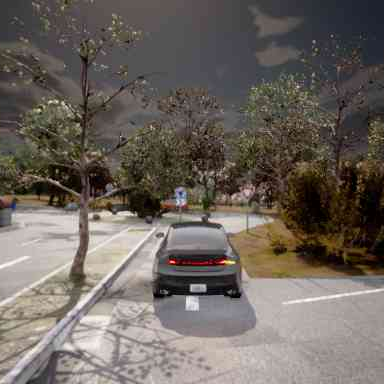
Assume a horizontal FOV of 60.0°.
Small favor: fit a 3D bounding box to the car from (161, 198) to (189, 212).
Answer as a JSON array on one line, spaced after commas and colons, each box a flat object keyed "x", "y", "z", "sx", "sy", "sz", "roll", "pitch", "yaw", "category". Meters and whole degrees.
[{"x": -2.799, "y": 1.614, "z": 42.782, "sx": 4.553, "sy": 1.767, "sz": 2.097, "roll": 0, "pitch": -2, "yaw": 26, "category": "car"}]

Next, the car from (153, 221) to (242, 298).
[{"x": 0.100, "y": 1.493, "z": 8.485, "sx": 1.837, "sy": 1.490, "sz": 4.892, "roll": 0, "pitch": 0, "yaw": 0, "category": "car"}]
